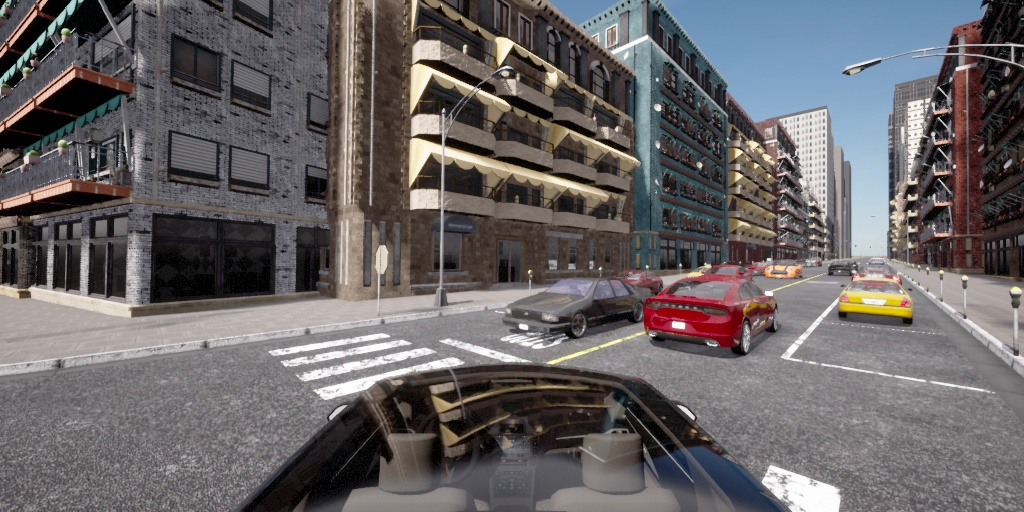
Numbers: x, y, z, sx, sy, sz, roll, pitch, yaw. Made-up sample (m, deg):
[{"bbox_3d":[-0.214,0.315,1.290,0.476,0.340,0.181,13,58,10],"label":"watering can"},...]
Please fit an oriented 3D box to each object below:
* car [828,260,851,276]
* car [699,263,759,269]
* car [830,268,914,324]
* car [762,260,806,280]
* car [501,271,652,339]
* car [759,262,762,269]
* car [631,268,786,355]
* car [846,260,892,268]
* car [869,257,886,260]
[{"bbox_3d":[34.239,1.282,37.300,4.892,1.490,1.837,0,0,-45],"label":"car"},{"bbox_3d":[11.740,1.251,19.736,5.008,1.535,1.882,0,0,-44],"label":"car"},{"bbox_3d":[12.073,1.283,11.957,4.829,1.417,1.751,0,0,-44],"label":"car"},{"bbox_3d":[24.196,1.133,31.868,4.553,1.767,2.097,0,0,-44],"label":"car"},{"bbox_3d":[2.208,1.311,10.431,5.357,1.411,2.033,0,0,-44],"label":"car"},{"bbox_3d":[25.845,1.334,37.172,4.507,1.381,1.888,0,0,-44],"label":"car"},{"bbox_3d":[5.094,1.235,8.891,5.008,1.535,1.882,0,0,-44],"label":"car"},{"bbox_3d":[19.870,1.204,19.590,4.097,1.591,1.967,0,0,-44],"label":"car"},{"bbox_3d":[43.623,1.213,42.849,4.097,1.591,1.967,0,0,-44],"label":"car"}]
